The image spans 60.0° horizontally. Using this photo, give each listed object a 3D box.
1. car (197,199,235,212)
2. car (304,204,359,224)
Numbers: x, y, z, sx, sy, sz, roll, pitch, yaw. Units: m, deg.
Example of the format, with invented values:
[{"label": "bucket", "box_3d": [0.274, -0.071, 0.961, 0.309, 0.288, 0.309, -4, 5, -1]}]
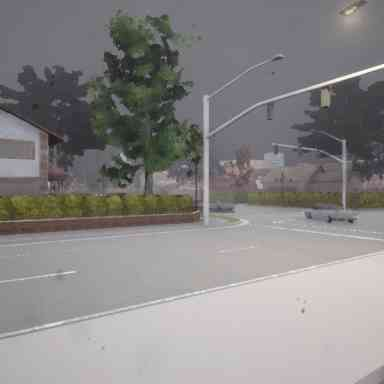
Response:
[{"label": "car", "box_3d": [2.726, 1.506, 37.844, 1.895, 1.301, 4.718, 0, 0, -36]}, {"label": "car", "box_3d": [10.108, 1.542, 24.403, 1.895, 1.301, 4.718, 0, 0, -6]}]
